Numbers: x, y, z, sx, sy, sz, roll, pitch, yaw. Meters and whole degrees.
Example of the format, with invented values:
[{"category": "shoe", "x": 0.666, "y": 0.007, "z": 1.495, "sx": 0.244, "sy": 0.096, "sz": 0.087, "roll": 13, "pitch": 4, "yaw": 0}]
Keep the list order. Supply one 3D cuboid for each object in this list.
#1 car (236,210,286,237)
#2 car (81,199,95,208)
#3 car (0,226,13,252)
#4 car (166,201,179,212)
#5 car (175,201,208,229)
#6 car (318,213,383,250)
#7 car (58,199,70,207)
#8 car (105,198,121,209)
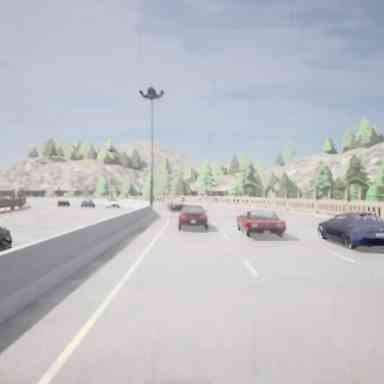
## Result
[{"category": "car", "x": 3.589, "y": 1.636, "z": 18.171, "sx": 1.895, "sy": 1.301, "sz": 4.718, "roll": 0, "pitch": 0, "yaw": 0}, {"category": "car", "x": -15.804, "y": 1.747, "z": 50.564, "sx": 1.994, "sy": 1.385, "sz": 4.181, "roll": 0, "pitch": 0, "yaw": -19}, {"category": "car", "x": -7.113, "y": 1.541, "z": 9.746, "sx": 1.812, "sy": 1.442, "sz": 4.674, "roll": 0, "pitch": 0, "yaw": 0}, {"category": "car", "x": -1.982, "y": 1.712, "z": 40.510, "sx": 1.895, "sy": 1.301, "sz": 4.718, "roll": 0, "pitch": 0, "yaw": -11}, {"category": "car", "x": 0.041, "y": 1.569, "z": 21.609, "sx": 1.812, "sy": 1.442, "sz": 4.674, "roll": 0, "pitch": 0, "yaw": -1}, {"category": "car", "x": 7.095, "y": 1.590, "z": 14.531, "sx": 1.994, "sy": 1.385, "sz": 4.181, "roll": 0, "pitch": 0, "yaw": 0}, {"category": "car", "x": -21.237, "y": 1.827, "z": 55.150, "sx": 1.895, "sy": 1.301, "sz": 4.718, "roll": 0, "pitch": 0, "yaw": -23}, {"category": "car", "x": -11.953, "y": 1.697, "z": 50.123, "sx": 1.812, "sy": 1.442, "sz": 4.674, "roll": 0, "pitch": 0, "yaw": -18}]
